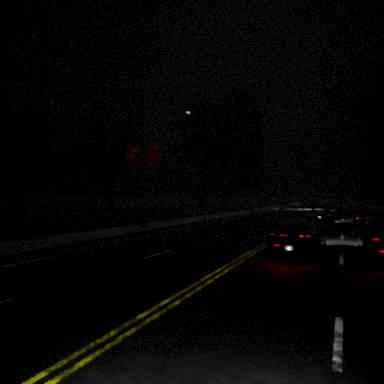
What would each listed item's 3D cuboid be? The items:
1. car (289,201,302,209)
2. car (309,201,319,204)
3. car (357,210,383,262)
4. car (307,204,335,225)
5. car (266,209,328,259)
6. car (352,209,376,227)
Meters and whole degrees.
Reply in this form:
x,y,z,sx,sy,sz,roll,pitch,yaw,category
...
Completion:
x,y,z,sx,sy,sz,roll,pitch,yaw,category
19.633,2.397,62.926,1.812,1.442,4.674,0,-1,25,car
22.598,2.416,61.606,1.994,1.385,4.181,0,-1,25,car
7.286,1.655,12.230,1.837,1.490,4.892,0,0,25,car
10.567,1.914,27.265,1.994,1.385,4.181,0,-1,25,car
4.326,1.673,13.572,1.837,1.490,4.892,0,0,25,car
13.397,1.929,25.648,1.895,1.301,4.718,0,-1,25,car
